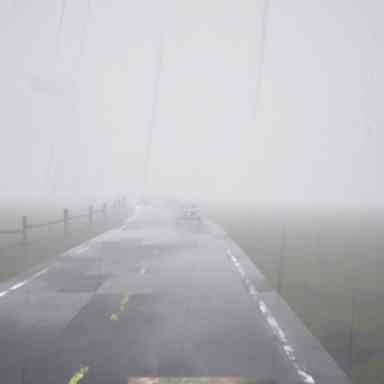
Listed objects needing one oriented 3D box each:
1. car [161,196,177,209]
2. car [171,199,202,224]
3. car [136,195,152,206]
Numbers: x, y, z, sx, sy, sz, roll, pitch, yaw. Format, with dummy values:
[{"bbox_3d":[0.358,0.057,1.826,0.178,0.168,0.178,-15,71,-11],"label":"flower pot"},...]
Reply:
[{"bbox_3d":[-2.786,1.316,42.802,1.837,1.490,4.892,0,1,-11],"label":"car"},{"bbox_3d":[-0.339,1.448,24.090,2.033,1.411,5.357,0,0,-3],"label":"car"},{"bbox_3d":[-7.088,1.242,48.898,1.882,1.535,5.008,0,0,-14],"label":"car"}]
